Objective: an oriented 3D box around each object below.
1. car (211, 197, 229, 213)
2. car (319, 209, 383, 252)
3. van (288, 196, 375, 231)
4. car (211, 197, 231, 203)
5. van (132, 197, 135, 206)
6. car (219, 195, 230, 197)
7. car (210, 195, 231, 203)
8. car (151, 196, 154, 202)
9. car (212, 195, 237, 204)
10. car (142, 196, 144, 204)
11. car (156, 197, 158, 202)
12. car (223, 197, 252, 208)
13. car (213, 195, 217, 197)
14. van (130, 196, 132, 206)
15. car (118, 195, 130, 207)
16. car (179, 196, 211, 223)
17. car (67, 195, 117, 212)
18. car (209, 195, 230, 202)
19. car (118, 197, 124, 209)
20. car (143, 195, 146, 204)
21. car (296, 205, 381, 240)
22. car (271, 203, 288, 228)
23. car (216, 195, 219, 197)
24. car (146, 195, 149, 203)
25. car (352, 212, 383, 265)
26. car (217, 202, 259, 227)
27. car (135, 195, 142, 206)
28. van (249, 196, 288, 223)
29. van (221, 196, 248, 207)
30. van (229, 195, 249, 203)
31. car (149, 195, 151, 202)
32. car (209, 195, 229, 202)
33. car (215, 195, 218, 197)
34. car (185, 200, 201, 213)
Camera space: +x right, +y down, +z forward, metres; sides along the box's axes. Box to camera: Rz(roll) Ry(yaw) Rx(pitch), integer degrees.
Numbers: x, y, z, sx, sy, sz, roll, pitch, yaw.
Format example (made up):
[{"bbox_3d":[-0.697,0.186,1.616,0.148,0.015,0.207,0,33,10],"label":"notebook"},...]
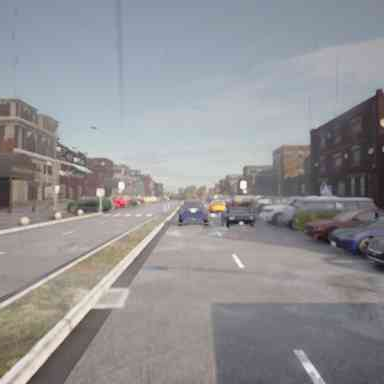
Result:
[{"bbox_3d":[3.088,1.745,40.912,1.882,1.535,5.008,0,0,0],"label":"car"},{"bbox_3d":[7.607,1.519,12.268,4.792,1.488,2.163,0,0,0],"label":"car"},{"bbox_3d":[7.750,1.291,17.660,4.442,1.987,1.878,0,0,0],"label":"van"},{"bbox_3d":[7.607,2.004,86.713,5.008,1.535,2.097,0,-1,0],"label":"car"},{"bbox_3d":[-13.007,1.660,59.145,4.442,1.987,1.878,0,0,0],"label":"van"},{"bbox_3d":[7.595,1.601,53.628,5.566,2.045,2.435,0,0,0],"label":"car"},{"bbox_3d":[7.583,1.780,89.473,5.566,2.045,2.435,0,-1,0],"label":"car"},{"bbox_3d":[-13.034,1.975,84.281,5.366,1.575,1.946,0,0,0],"label":"car"},{"bbox_3d":[7.643,1.712,78.450,5.566,2.045,2.435,0,0,0],"label":"car"},{"bbox_3d":[-12.695,1.911,64.826,5.366,1.575,1.946,0,0,0],"label":"car"},{"bbox_3d":[-13.022,2.053,92.483,5.366,1.575,1.946,0,-1,0],"label":"car"},{"bbox_3d":[7.653,1.745,56.386,4.553,1.767,2.185,0,0,0],"label":"car"},{"bbox_3d":[7.585,1.820,72.934,4.553,1.767,2.185,0,0,0],"label":"car"},{"bbox_3d":[-13.016,1.646,56.491,4.442,1.987,1.878,0,0,0],"label":"van"},{"bbox_3d":[-12.946,1.582,50.809,5.566,2.045,2.435,0,0,0],"label":"car"},{"bbox_3d":[0.092,1.418,25.229,2.097,1.767,4.553,0,-2,0],"label":"car"},{"bbox_3d":[-12.982,1.511,42.473,5.566,2.045,2.435,0,-1,0],"label":"car"},{"bbox_3d":[7.582,1.811,92.226,5.566,2.045,2.435,0,-1,0],"label":"car"},{"bbox_3d":[-12.901,1.842,48.153,4.792,1.488,2.163,0,0,0],"label":"car"},{"bbox_3d":[-12.866,1.933,70.261,5.008,1.535,2.097,0,0,0],"label":"car"},{"bbox_3d":[7.641,1.501,15.024,5.008,1.535,2.097,0,0,0],"label":"car"},{"bbox_3d":[7.637,1.577,20.535,4.674,1.452,2.002,0,0,0],"label":"car"},{"bbox_3d":[7.805,1.912,64.658,5.366,1.575,1.946,0,0,0],"label":"car"},{"bbox_3d":[-12.869,1.949,75.821,4.892,1.521,2.231,0,0,0],"label":"car"},{"bbox_3d":[7.644,1.482,9.512,4.892,1.521,2.231,0,0,0],"label":"car"},{"bbox_3d":[3.085,1.654,23.159,1.895,1.301,4.718,-1,0,0],"label":"car"},{"bbox_3d":[-12.855,1.649,62.044,5.566,2.045,2.435,0,0,0],"label":"car"},{"bbox_3d":[7.514,1.390,28.808,4.442,1.987,1.878,0,-1,0],"label":"van"},{"bbox_3d":[7.504,1.661,59.144,4.442,1.987,1.878,0,0,0],"label":"van"},{"bbox_3d":[7.742,1.562,45.352,4.442,1.987,1.878,0,0,0],"label":"van"},{"bbox_3d":[-12.863,1.956,78.725,5.008,1.535,2.097,0,0,0],"label":"car"},{"bbox_3d":[7.581,1.851,94.983,5.566,2.045,2.435,0,-1,0],"label":"car"},{"bbox_3d":[7.804,1.923,67.418,5.366,1.575,1.946,0,0,0],"label":"car"},{"bbox_3d":[0.088,1.750,41.469,1.882,1.535,5.008,0,0,0],"label":"car"}]
